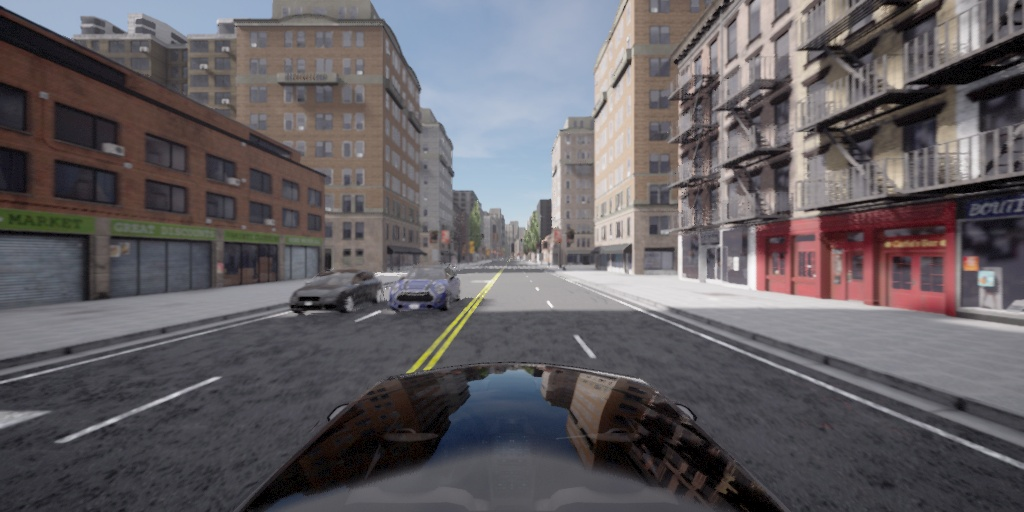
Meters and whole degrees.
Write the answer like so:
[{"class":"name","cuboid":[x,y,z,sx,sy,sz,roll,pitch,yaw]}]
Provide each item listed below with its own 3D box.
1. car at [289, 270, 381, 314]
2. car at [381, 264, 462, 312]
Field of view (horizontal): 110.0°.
[{"class":"car","cuboid":[-6.603,1.311,14.052,1.837,1.490,4.892,0,0,0]},{"class":"car","cuboid":[-3.351,1.161,14.581,2.097,1.767,4.553,0,0,0]}]
